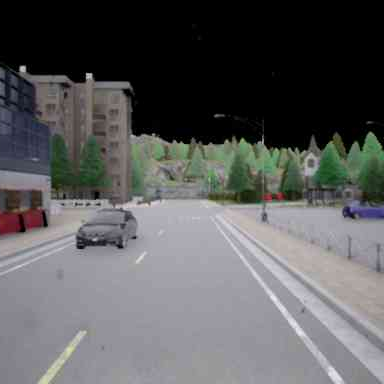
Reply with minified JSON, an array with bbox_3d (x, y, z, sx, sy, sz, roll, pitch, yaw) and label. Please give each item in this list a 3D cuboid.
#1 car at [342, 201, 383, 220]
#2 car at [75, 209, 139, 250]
[{"bbox_3d":[13.863,1.436,26.182,3.633,1.501,1.845,0,0,0],"label":"car"},{"bbox_3d":[-3.548,1.532,14.633,1.837,1.490,4.892,0,-1,1],"label":"car"}]
